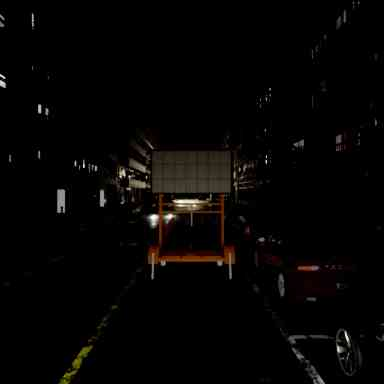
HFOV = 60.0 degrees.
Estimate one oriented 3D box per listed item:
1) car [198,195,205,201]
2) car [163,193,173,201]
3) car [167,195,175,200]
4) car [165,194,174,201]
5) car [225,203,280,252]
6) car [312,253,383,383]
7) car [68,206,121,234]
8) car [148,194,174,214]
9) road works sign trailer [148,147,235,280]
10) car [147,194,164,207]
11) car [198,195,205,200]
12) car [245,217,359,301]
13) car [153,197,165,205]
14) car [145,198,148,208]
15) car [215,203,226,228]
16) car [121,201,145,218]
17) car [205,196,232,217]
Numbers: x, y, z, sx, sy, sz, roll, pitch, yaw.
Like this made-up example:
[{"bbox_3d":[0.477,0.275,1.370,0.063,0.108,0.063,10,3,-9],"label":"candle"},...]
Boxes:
[{"bbox_3d":[2.578,1.500,81.584,1.752,1.417,4.829,0,0,0],"label":"car"},{"bbox_3d":[-5.801,1.289,81.406,2.192,1.841,5.009,0,0,0],"label":"car"},{"bbox_3d":[-5.818,1.513,92.679,1.887,1.381,4.507,0,0,0],"label":"car"},{"bbox_3d":[-5.810,1.411,87.041,1.967,1.590,4.097,0,0,0],"label":"car"},{"bbox_3d":[2.674,1.440,13.777,1.967,1.590,4.097,0,0,0],"label":"car"},{"bbox_3d":[2.689,1.566,2.504,1.947,1.339,4.313,0,0,0],"label":"car"},{"bbox_3d":[-5.715,1.565,19.404,1.947,1.339,4.313,0,0,0],"label":"car"},{"bbox_3d":[-3.047,1.347,34.702,2.097,1.767,4.553,0,0,0],"label":"car"},{"bbox_3d":[-0.013,0.464,9.906,2.380,3.560,2.880,0,0,0],"label":"road works sign trailer"},{"bbox_3d":[-5.761,1.303,53.224,2.192,1.841,5.009,0,0,0],"label":"car"},{"bbox_3d":[2.563,1.513,92.686,1.887,1.381,4.507,0,0,0],"label":"car"},{"bbox_3d":[2.682,1.545,8.140,1.887,1.381,4.507,0,0,0],"label":"car"},{"bbox_3d":[-5.771,1.568,58.861,1.802,1.307,4.206,0,0,0],"label":"car"},{"bbox_3d":[-5.755,1.430,47.588,1.967,1.590,4.097,0,0,0],"label":"car"},{"bbox_3d":[2.666,1.550,19.413,2.008,1.369,4.403,0,0,0],"label":"car"},{"bbox_3d":[-5.731,1.522,30.507,1.752,1.417,4.829,0,0,0],"label":"car"},{"bbox_3d":[2.651,1.311,30.686,2.192,1.841,5.009,0,0,0],"label":"car"}]
